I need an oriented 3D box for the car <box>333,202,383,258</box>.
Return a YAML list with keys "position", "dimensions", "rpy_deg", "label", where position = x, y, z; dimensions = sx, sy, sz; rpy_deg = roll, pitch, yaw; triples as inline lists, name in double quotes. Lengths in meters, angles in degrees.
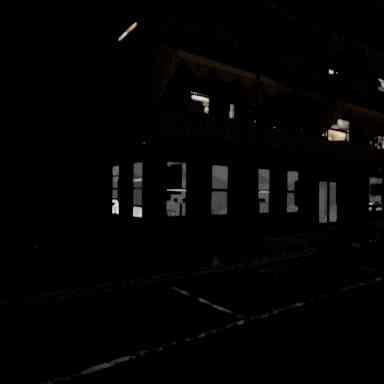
- position: [7.023, 1.301, 11.578]
  dimensions: [5.009, 1.841, 2.192]
  rpy_deg: [0, 1, -36]
  label: "car"
